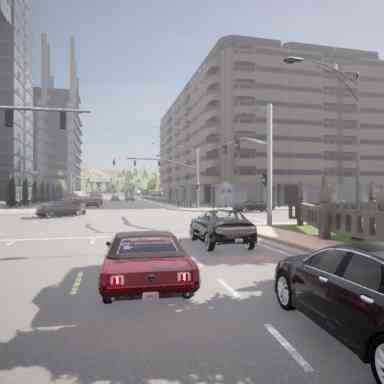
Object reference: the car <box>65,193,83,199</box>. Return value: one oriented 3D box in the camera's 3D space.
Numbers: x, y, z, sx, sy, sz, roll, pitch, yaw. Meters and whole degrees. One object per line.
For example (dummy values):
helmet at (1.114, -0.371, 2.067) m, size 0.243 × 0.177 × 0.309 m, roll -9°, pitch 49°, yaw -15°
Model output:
car at (-19.284, 1.221, 53.262) m, size 2.150 × 2.045 × 5.566 m, roll 0°, pitch 0°, yaw -13°

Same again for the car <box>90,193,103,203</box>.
car at (-16.993, 1.221, 58.723) m, size 2.150 × 2.045 × 5.566 m, roll 0°, pitch 0°, yaw -13°

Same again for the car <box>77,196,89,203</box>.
car at (-24.143, 1.539, 73.590) m, size 2.033 × 1.411 × 5.357 m, roll 0°, pitch 0°, yaw -14°

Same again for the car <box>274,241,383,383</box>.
car at (2.821, 1.505, 5.010) m, size 1.837 × 1.490 × 4.892 m, roll 0°, pitch 0°, yaw -7°

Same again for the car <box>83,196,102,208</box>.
car at (-14.703, 1.601, 49.235) m, size 1.895 × 1.301 × 4.718 m, roll 0°, pitch 0°, yaw -13°

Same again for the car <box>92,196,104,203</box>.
car at (-19.344, 1.525, 68.672) m, size 2.128 × 1.511 × 4.902 m, roll 0°, pitch 0°, yaw -14°

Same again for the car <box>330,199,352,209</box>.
car at (17.183, 1.603, 40.313) m, size 5.357 × 1.411 × 2.033 m, roll 0°, pitch 0°, yaw -15°

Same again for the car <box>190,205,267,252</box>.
car at (1.155, 1.492, 14.081) m, size 2.128 × 1.511 × 4.902 m, roll 0°, pitch 0°, yaw -12°

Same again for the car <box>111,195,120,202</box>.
car at (-18.155, 1.548, 78.589) m, size 1.994 × 1.385 × 4.181 m, roll 0°, pitch 0°, yaw -14°

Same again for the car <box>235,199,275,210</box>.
car at (6.987, 1.560, 37.768) m, size 4.892 × 1.490 × 1.837 m, roll 0°, pitch 0°, yaw -14°

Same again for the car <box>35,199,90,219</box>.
car at (-11.720, 1.581, 29.733) m, size 1.994 × 1.385 × 4.181 m, roll 0°, pitch 0°, yaw 42°

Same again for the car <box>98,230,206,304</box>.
car at (-1.173, 1.601, 8.230) m, size 1.895 × 1.301 × 4.718 m, roll 0°, pitch 0°, yaw -11°

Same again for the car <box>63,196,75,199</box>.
car at (-16.986, 1.601, 43.775) m, size 1.895 × 1.301 × 4.718 m, roll 0°, pitch 0°, yaw -14°

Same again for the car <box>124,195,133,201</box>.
car at (-17.135, 1.535, 89.204) m, size 2.033 × 1.411 × 5.357 m, roll 0°, pitch 0°, yaw -14°

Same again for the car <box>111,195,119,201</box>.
car at (-20.536, 1.548, 88.376) m, size 1.994 × 1.385 × 4.181 m, roll 0°, pitch 0°, yaw -14°

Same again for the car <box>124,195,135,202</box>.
car at (-14.764, 1.591, 79.457) m, size 1.895 × 1.301 × 4.718 m, roll 0°, pitch 0°, yaw -14°
